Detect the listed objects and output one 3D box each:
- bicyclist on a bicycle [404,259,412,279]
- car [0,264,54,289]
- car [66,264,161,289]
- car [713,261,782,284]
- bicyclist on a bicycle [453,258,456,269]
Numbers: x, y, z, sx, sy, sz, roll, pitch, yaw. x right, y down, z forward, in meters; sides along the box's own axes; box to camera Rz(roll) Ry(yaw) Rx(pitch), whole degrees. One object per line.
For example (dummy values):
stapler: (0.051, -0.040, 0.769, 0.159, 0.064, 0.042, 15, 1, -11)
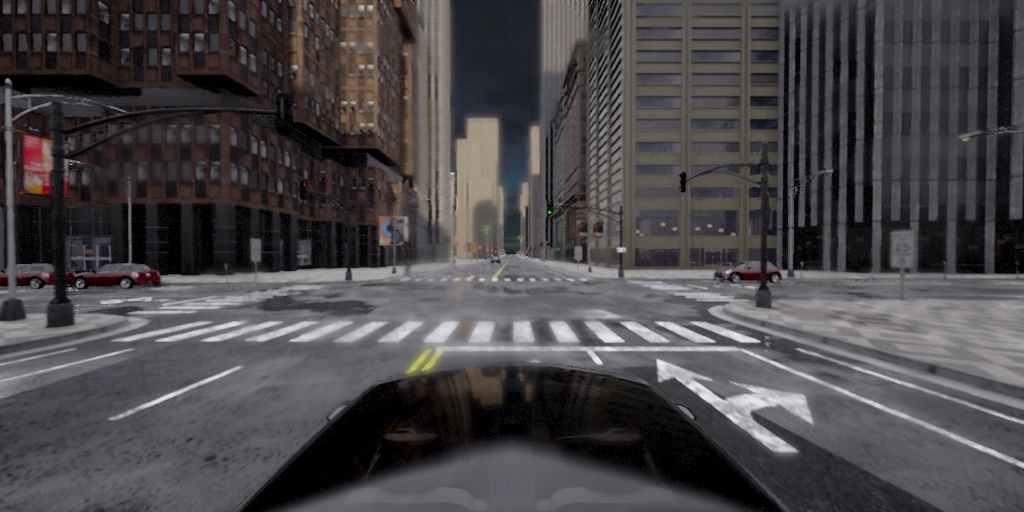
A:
bicyclist on a bicycle: (-8.751, 1.112, 30.056, 0.659, 1.776, 1.843, 0, 0, 0)
car: (-30.156, 1.217, 22.475, 4.097, 1.591, 1.967, 0, 0, 0)
car: (-24.731, 1.199, 22.478, 4.097, 1.591, 1.967, 0, 0, 0)
car: (16.679, 1.095, 25.606, 4.097, 1.591, 1.967, 0, 0, 0)
bicyclist on a bicycle: (-8.751, 1.194, 54.524, 0.582, 1.620, 1.656, 0, 0, 0)
